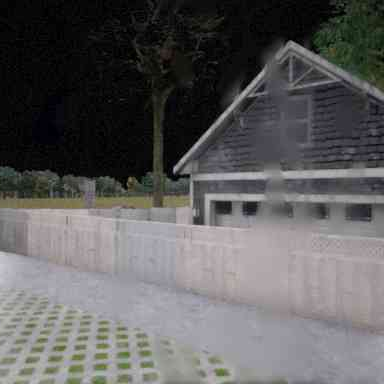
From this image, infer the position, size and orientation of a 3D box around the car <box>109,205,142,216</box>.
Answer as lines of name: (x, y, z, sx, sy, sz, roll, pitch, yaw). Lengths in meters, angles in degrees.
car: (-6.308, 1.859, 29.100, 1.994, 1.385, 4.181, 0, -1, 34)

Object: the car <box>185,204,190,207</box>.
car: (0.058, 2.050, 38.146, 1.895, 1.301, 4.718, 0, -1, 35)
